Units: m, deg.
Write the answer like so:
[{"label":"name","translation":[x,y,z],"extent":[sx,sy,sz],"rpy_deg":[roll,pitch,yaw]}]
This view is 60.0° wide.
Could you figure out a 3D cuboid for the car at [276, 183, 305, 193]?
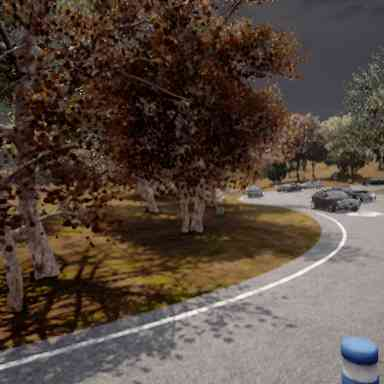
[{"label":"car","translation":[15.029,-0.617,51.480],"extent":[2.033,1.411,5.357],"rpy_deg":[-1,3,42]}]

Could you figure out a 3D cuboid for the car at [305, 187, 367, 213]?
[{"label":"car","translation":[10.264,0.631,24.180],"extent":[1.837,1.490,4.892],"rpy_deg":[-2,2,-2]}]

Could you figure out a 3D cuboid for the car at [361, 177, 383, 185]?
[{"label":"car","translation":[31.942,-1.782,57.748],"extent":[5.008,1.535,1.882],"rpy_deg":[-2,2,9]}]

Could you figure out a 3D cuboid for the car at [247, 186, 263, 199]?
[{"label":"car","translation":[8.248,-0.008,43.826],"extent":[1.837,1.490,4.892],"rpy_deg":[-4,2,13]}]

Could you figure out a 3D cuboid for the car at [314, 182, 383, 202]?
[{"label":"car","translation":[14.011,0.195,30.063],"extent":[2.128,1.511,4.902],"rpy_deg":[-4,3,-31]}]

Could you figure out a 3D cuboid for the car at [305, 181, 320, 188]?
[{"label":"car","translation":[21.004,-1.262,59.511],"extent":[4.718,1.301,1.895],"rpy_deg":[-4,2,-20]}]
